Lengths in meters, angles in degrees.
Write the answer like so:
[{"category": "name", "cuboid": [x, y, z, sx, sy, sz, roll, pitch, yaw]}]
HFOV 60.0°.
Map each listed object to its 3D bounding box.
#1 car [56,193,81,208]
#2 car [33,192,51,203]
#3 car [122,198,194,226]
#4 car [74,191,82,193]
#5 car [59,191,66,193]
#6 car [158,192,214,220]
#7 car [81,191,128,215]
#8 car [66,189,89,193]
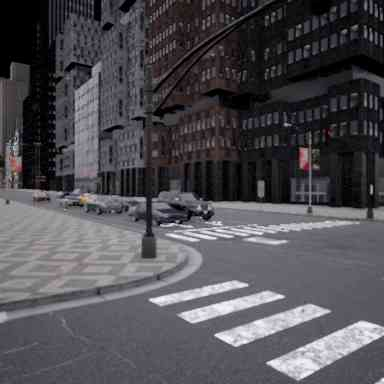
[{"category": "car", "cuboid": [-13.668, 1.086, 37.637, 1.994, 1.385, 4.181, 0, 1, -35]}, {"category": "car", "cuboid": [-22.710, 0.767, 50.273, 1.882, 1.535, 5.008, 0, 0, -36]}, {"category": "car", "cuboid": [-2.418, 1.345, 22.036, 2.033, 1.411, 5.357, 0, 1, -36]}, {"category": "car", "cuboid": [-13.033, 0.959, 42.300, 1.882, 1.535, 5.008, 0, 1, -36]}, {"category": "car", "cuboid": [-25.162, 0.601, 64.956, 1.837, 1.490, 4.892, 0, 1, -36]}, {"category": "car", "cuboid": [-0.686, 1.007, 25.176, 2.150, 2.045, 5.566, 0, 1, -36]}, {"category": "car", "cuboid": [-7.884, 1.018, 29.603, 2.097, 1.767, 4.553, 0, 1, -36]}, {"category": "car", "cuboid": [-18.948, 0.487, 56.361, 2.150, 2.045, 5.566, 0, 1, -36]}]
